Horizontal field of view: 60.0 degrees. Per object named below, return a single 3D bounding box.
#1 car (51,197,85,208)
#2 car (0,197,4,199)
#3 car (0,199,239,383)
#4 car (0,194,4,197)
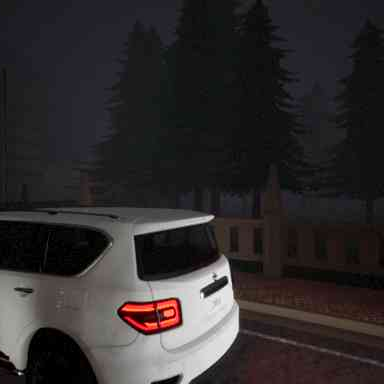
[{"bbox_3d":[-18.292,1.533,49.399,1.882,1.535,5.008,0,0,22],"label":"car"},{"bbox_3d":[-19.962,1.581,35.697,1.812,1.442,4.674,0,0,22],"label":"car"},{"bbox_3d":[-2.108,1.221,4.740,5.566,2.045,2.150,0,0,29],"label":"car"},{"bbox_3d":[-23.351,1.277,36.663,2.150,2.045,5.566,0,0,22],"label":"car"}]
